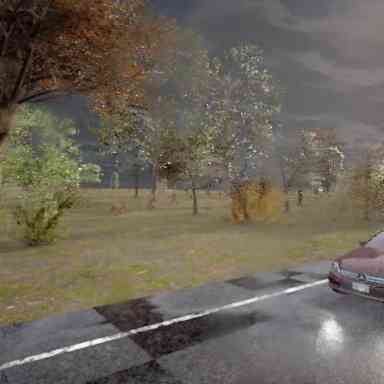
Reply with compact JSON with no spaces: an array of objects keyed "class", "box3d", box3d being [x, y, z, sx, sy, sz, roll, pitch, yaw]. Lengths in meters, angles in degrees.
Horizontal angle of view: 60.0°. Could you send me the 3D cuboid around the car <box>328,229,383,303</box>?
[{"class":"car","box3d":[5.073,1.537,7.610,4.674,1.442,1.812,0,0,-35]}]
